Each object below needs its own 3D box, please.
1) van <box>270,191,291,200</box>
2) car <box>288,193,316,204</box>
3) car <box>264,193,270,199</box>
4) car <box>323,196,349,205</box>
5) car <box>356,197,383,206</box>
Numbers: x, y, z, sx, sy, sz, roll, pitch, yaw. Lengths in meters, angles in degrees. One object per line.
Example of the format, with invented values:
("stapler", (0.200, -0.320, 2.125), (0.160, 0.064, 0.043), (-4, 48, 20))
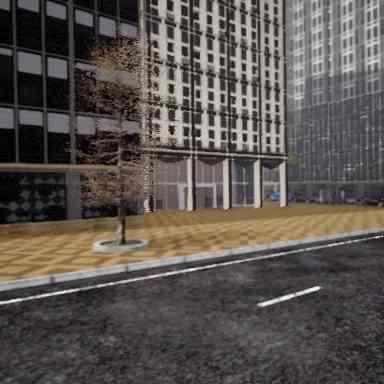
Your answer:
("van", (18.935, 0.764, 69.698), (1.690, 1.788, 3.998), (-1, 1, -35))
("car", (18.597, 1.233, 55.554), (1.947, 1.339, 4.313), (-1, 1, -35))
("car", (15.660, 0.963, 74.345), (1.802, 1.307, 4.206), (-1, 1, -35))
("car", (21.826, 1.291, 50.877), (1.802, 1.307, 4.206), (-1, 1, -35))
("car", (25.089, 1.316, 46.221), (1.947, 1.339, 4.313), (-1, 1, -35))
